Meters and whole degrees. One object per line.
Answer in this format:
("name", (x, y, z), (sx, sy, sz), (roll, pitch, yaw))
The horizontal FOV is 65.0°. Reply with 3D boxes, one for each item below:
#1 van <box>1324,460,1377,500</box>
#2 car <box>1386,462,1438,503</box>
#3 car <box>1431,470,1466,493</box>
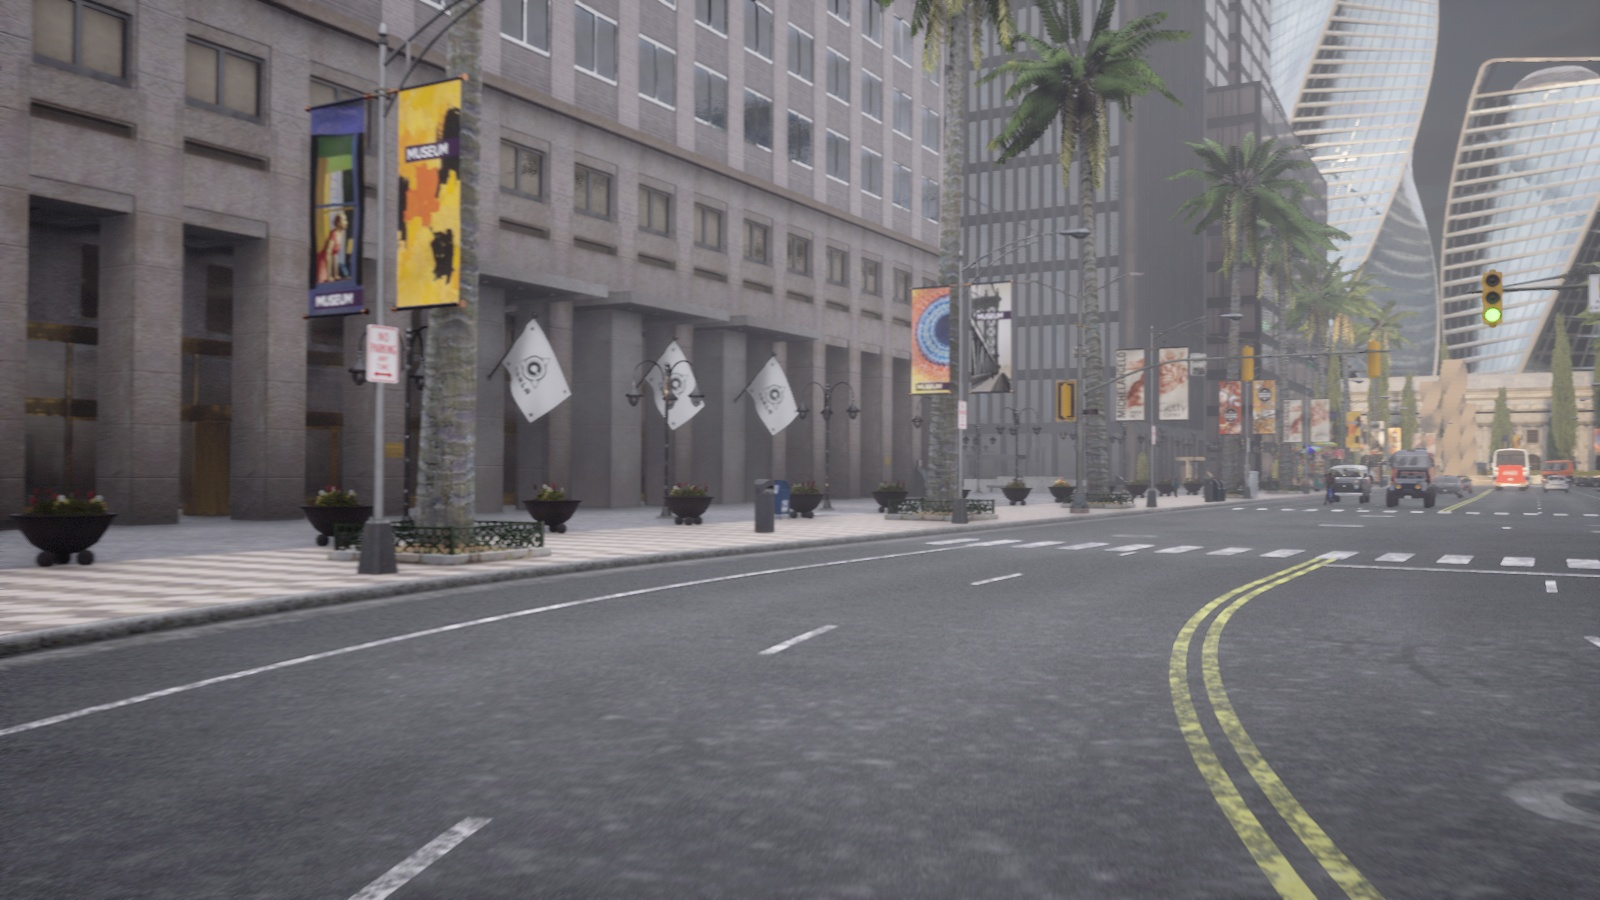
("van", (29.451, 1.576, 67.134), (2.069, 2.038, 4.480), (-1, -1, 30))
("car", (29.052, 1.523, 59.536), (1.905, 1.878, 3.866), (-1, -1, 30))
("car", (43.134, 2.092, 83.497), (1.837, 1.490, 4.892), (-1, -1, 30))
